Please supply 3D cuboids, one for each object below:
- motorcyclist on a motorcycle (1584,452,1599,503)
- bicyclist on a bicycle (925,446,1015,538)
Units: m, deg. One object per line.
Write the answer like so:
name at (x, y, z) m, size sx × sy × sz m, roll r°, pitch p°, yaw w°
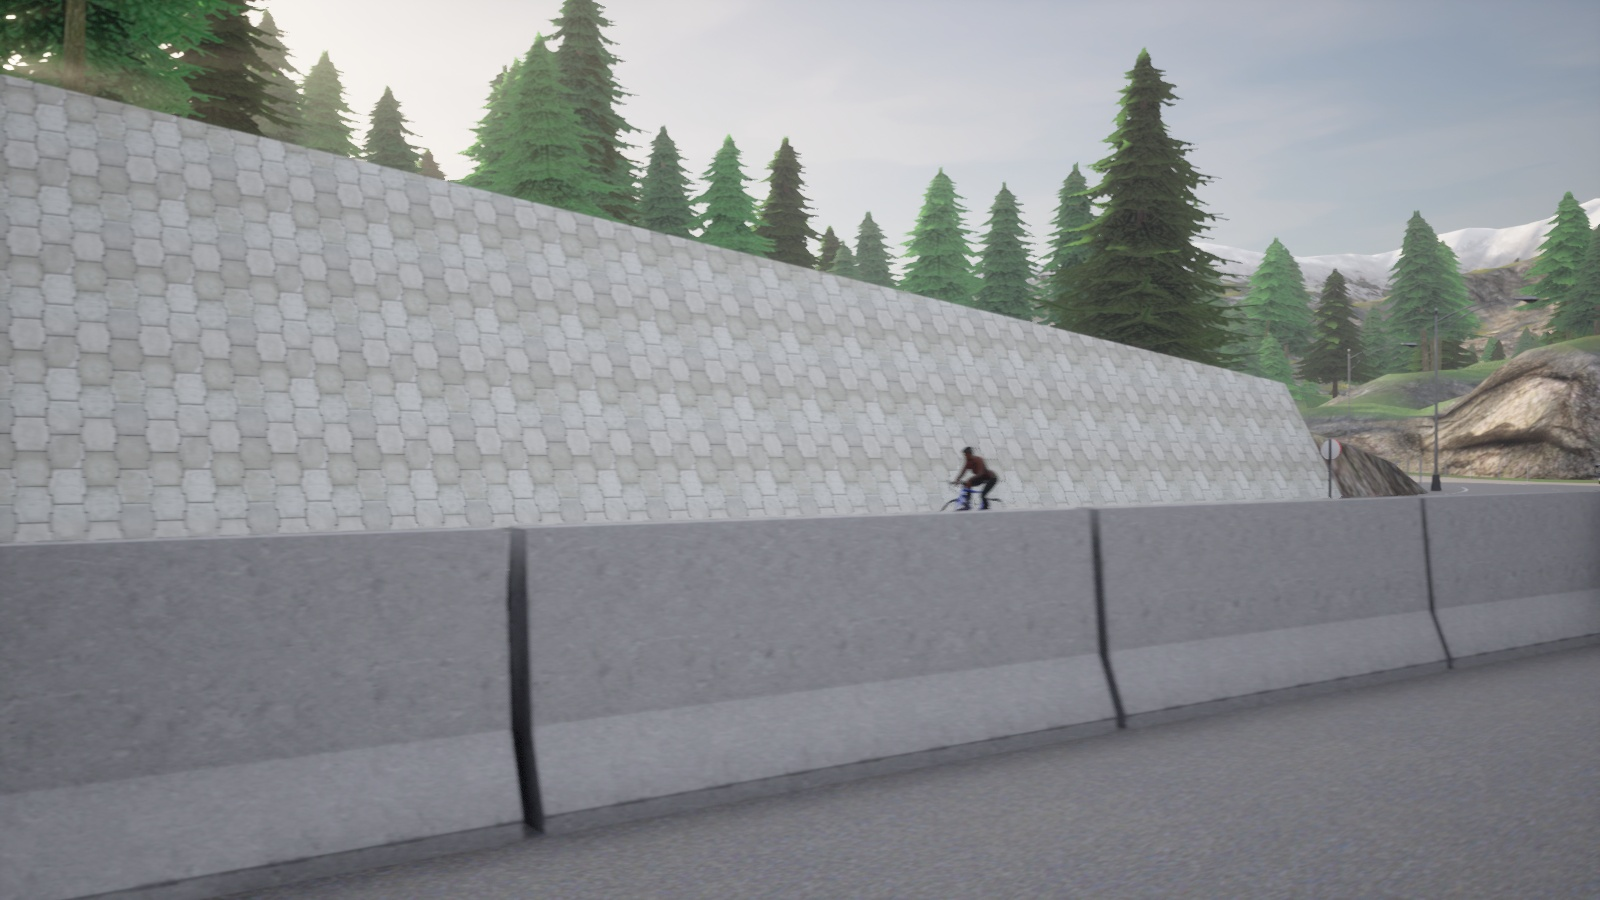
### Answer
motorcyclist on a motorcycle at (24.624, 0.820, 37.855) m, size 2.191 × 1.530 × 0.866 m, roll 0°, pitch 0°, yaw -35°
bicyclist on a bicycle at (3.104, 0.747, 22.877) m, size 1.656 × 1.620 × 0.582 m, roll 0°, pitch 0°, yaw -35°
